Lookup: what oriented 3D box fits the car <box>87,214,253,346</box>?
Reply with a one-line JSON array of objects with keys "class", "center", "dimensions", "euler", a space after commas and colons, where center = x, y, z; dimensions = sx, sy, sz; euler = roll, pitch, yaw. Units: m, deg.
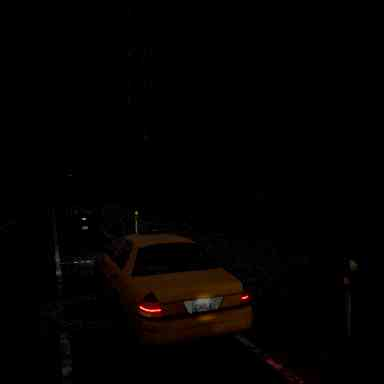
[{"class": "car", "center": [-0.847, 1.457, 6.717], "dimensions": [1.801, 1.575, 5.366], "euler": [0, 0, -23]}]

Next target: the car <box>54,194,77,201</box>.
[{"class": "car", "center": [-12.632, 1.316, 33.892], "dimensions": [2.192, 1.841, 5.009], "euler": [0, 0, -23]}]

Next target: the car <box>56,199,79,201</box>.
[{"class": "car", "center": [-10.484, 1.567, 28.802], "dimensions": [1.947, 1.339, 4.313], "euler": [0, 0, -23]}]

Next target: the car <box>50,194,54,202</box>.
[{"class": "car", "center": [-32.109, 1.469, 79.305], "dimensions": [1.967, 1.590, 4.097], "euler": [0, 0, -24]}]

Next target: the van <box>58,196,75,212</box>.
[{"class": "van", "center": [-14.780, 1.342, 38.980], "dimensions": [1.690, 1.788, 3.998], "euler": [0, 0, -23]}]

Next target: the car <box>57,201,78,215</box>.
[{"class": "car", "center": [-8.336, 1.551, 23.713], "dimensions": [2.008, 1.369, 4.403], "euler": [0, 0, -23]}]

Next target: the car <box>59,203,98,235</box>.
[{"class": "car", "center": [-6.189, 1.551, 18.625], "dimensions": [2.008, 1.369, 4.403], "euler": [0, 0, -23]}]
